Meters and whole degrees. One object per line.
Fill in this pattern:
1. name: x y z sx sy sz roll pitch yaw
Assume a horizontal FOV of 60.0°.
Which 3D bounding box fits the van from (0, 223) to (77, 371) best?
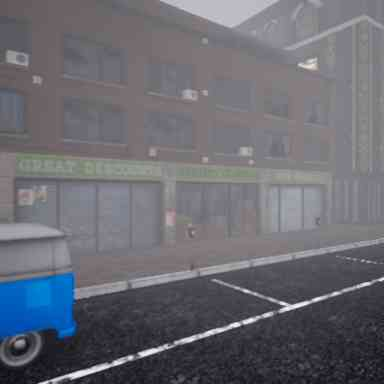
1. van: -3.501 1.340 4.062 3.998 1.788 1.690 0 0 -36
